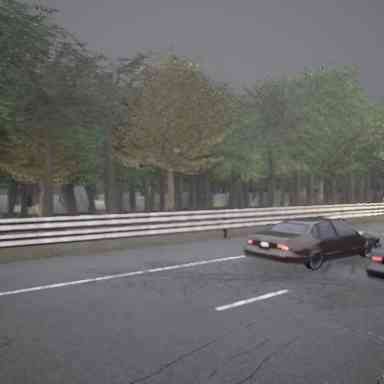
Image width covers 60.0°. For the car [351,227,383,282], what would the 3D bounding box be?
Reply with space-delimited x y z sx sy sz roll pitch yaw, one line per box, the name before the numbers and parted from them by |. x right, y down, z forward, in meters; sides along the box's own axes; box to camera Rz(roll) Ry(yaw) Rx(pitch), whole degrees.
car | 6.476 1.541 8.367 5.357 1.411 2.033 0 0 -36

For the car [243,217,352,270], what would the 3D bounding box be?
car | 4.121 1.541 10.983 5.357 1.411 2.033 0 0 -35
